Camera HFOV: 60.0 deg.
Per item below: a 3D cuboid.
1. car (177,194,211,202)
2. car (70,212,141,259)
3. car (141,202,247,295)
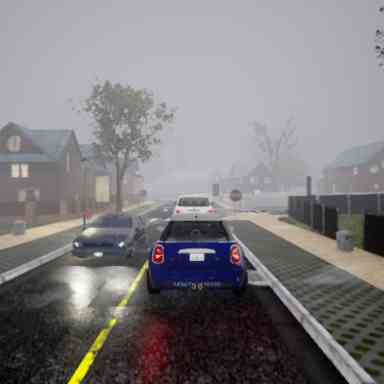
[{"bbox_3d":[0.101,1.142,18.928,2.150,2.045,5.566,0,0,0],"label":"car"},{"bbox_3d":[-2.832,1.496,12.708,2.033,1.411,5.357,0,0,0],"label":"car"},{"bbox_3d":[0.101,1.316,8.775,2.097,1.767,4.553,0,0,0],"label":"car"}]
